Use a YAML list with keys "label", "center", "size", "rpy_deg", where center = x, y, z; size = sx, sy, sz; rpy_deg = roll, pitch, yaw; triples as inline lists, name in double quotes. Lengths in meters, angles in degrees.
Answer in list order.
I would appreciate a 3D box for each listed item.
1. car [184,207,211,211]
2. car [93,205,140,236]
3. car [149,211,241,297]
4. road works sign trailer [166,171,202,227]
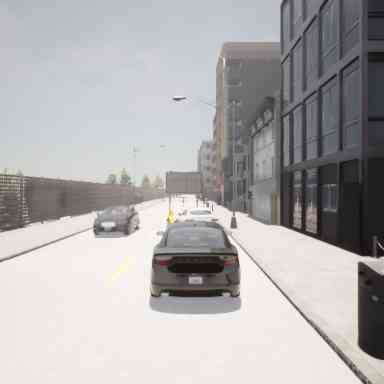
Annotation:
- label: "car"
  center: [0.277, 1.543, 17.962]
  size: [1.812, 1.442, 4.674]
  rpy_deg: [0, -1, -7]
- label: "car"
  center: [-4.071, 1.492, 18.507]
  size: [2.128, 1.511, 4.902]
  rpy_deg: [0, 0, 0]
- label: "car"
  center: [0.066, 1.478, 8.606]
  size: [1.882, 1.535, 5.008]
  rpy_deg: [0, 0, 0]
- label: "road works sign trailer"
  center: [-0.567, 0.465, 21.472]
  size: [2.380, 3.560, 2.880]
  rpy_deg: [0, 0, -16]
